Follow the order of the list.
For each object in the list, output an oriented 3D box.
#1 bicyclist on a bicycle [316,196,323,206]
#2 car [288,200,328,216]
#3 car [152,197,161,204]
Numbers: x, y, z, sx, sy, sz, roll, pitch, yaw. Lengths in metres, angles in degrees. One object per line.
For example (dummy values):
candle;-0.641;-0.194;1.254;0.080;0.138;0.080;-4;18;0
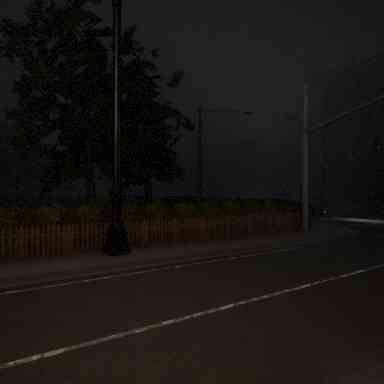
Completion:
bicyclist on a bicycle;16.101;1.303;42.071;1.656;1.620;0.582;0;0;-35
car;10.266;1.491;31.192;2.128;1.511;4.902;0;0;-35
car;-6.284;1.547;55.318;2.033;1.411;5.357;0;0;-34
